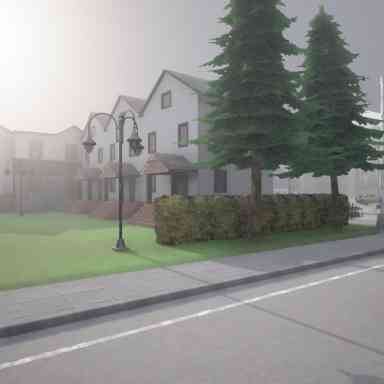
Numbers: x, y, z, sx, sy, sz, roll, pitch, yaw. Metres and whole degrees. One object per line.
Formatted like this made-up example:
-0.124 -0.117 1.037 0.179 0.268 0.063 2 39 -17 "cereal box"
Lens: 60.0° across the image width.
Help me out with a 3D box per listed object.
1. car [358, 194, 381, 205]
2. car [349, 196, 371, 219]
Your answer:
26.486 1.097 48.752 1.932 1.855 4.605 0 0 -36 "car"
10.792 1.300 26.046 2.128 1.511 4.902 0 0 -36 "car"
